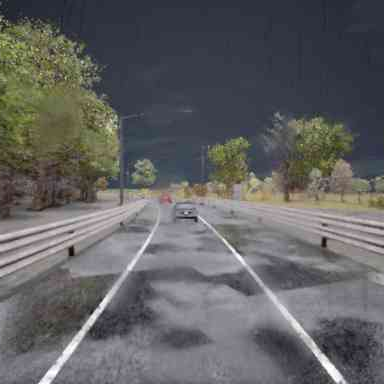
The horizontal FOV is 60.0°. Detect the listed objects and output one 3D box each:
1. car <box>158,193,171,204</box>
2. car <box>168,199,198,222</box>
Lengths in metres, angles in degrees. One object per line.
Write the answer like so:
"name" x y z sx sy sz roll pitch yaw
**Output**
"car" -5.259 1.175 63.479 2.150 2.045 5.566 0 0 -10
"car" -0.622 1.538 26.230 2.033 1.411 5.357 0 0 -5
